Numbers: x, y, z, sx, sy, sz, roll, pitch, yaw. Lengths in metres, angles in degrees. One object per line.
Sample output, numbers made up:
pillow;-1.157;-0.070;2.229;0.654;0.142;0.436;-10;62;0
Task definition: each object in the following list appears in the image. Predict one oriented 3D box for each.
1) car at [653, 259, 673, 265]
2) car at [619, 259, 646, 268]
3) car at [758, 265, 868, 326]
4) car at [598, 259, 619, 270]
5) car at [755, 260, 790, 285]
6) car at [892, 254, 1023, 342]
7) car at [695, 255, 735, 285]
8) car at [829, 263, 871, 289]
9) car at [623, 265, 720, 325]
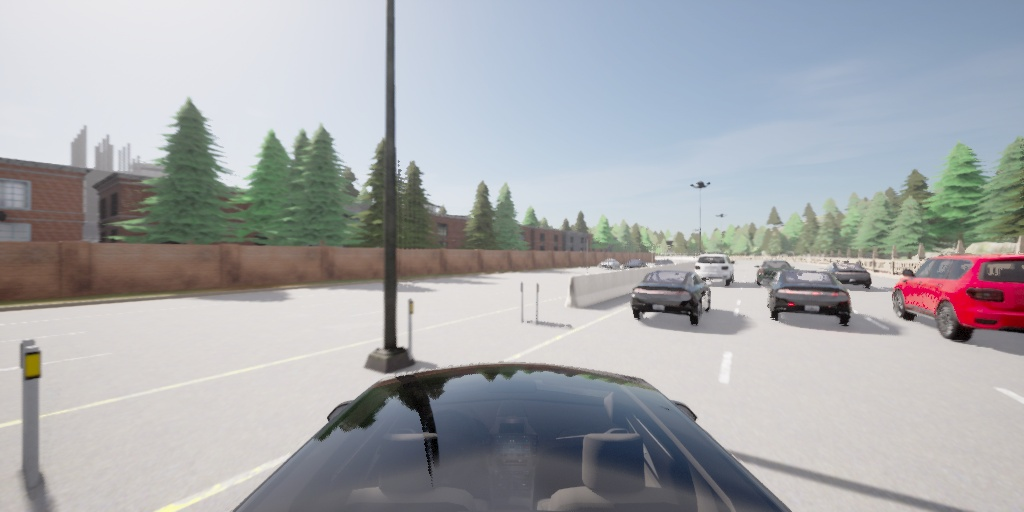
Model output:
car;19.509;1.124;46.156;1.837;1.490;4.892;0;1;34
car;16.417;1.161;47.831;2.033;1.411;5.357;0;0;34
car;9.541;1.216;11.815;2.128;1.511;4.902;0;0;34
car;13.503;1.132;49.760;1.812;1.442;4.674;0;0;34
car;17.774;1.041;24.260;2.097;1.767;4.553;0;0;34
car;11.965;0.958;9.143;2.150;2.045;5.566;0;1;34
car;14.389;0.908;25.492;2.150;2.045;5.566;0;1;34
car;20.858;1.190;22.574;2.128;1.511;4.902;0;0;34
car;5.366;1.211;11.865;2.128;1.511;4.902;0;0;34
